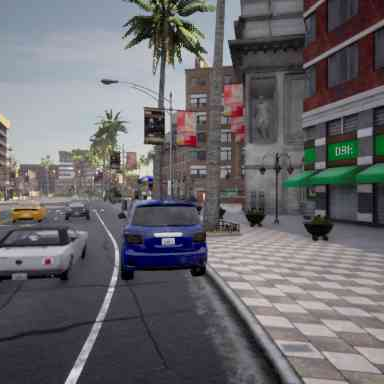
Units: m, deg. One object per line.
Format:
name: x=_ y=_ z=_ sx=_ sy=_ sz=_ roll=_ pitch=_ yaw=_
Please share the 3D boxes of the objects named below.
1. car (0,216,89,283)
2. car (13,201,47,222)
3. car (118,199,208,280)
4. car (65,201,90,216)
car: x=-4.211 y=1.598 z=9.608 sx=1.895 sy=1.301 sz=4.718 roll=0 pitch=0 yaw=-10
car: x=-12.449 y=1.466 z=25.714 sx=1.882 sy=1.535 sz=5.008 roll=0 pitch=0 yaw=-18
car: x=-1.055 y=1.218 z=10.220 sx=2.150 sy=2.045 sz=5.566 roll=0 pitch=0 yaw=-11
car: x=-9.592 y=1.517 z=27.914 sx=1.812 sy=1.442 sz=4.674 roll=0 pitch=0 yaw=-18
